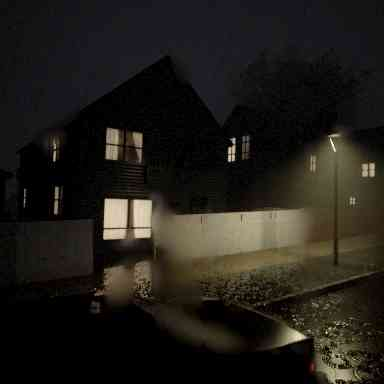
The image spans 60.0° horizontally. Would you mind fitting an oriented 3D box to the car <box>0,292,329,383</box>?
[{"bbox_3d":[-1.333,1.548,2.119,5.357,1.411,2.033,0,0,-36],"label":"car"}]
